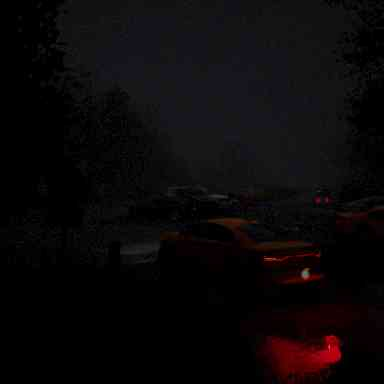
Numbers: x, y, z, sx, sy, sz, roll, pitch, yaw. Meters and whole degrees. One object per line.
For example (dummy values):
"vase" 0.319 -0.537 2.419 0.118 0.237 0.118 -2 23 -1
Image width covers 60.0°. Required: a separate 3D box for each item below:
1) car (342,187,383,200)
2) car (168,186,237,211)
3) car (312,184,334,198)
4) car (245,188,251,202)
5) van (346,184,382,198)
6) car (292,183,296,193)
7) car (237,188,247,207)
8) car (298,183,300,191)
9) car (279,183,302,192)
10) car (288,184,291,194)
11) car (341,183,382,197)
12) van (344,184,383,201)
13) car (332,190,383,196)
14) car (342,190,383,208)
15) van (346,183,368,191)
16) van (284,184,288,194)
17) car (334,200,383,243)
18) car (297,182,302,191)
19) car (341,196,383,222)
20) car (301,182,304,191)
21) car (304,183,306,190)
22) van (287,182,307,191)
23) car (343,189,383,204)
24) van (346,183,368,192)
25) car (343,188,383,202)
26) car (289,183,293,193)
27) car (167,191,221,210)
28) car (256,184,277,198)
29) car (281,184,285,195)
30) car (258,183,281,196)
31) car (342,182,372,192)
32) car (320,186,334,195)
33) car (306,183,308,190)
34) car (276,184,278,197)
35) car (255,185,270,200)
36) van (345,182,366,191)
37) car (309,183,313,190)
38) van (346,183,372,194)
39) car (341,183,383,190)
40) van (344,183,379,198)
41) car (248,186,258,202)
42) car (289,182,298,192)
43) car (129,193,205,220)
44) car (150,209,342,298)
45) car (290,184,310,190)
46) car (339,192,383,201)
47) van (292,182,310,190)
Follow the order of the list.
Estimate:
"car" 22.753 0.127 44.165 5.008 1.535 2.097 1 2 25
"car" 0.436 0.586 27.055 5.566 2.045 2.435 1 3 25
"car" 18.671 0.034 47.117 2.128 1.511 4.902 1 2 25
"car" 2.750 0.622 32.109 4.892 1.521 2.231 1 3 25
"van" 24.018 -0.181 46.623 4.442 1.987 1.878 1 2 25
"car" 15.548 -0.379 59.805 4.792 1.488 2.163 1 2 25
"car" 1.746 0.729 29.516 5.366 1.575 1.946 1 3 25
"car" 17.914 -0.575 64.825 4.892 1.521 2.231 1 2 25
"car" 21.380 -0.953 72.390 4.553 1.767 2.185 1 2 25
"car" 13.214 -0.212 54.770 4.792 1.488 2.163 1 2 25
"car" 26.215 -0.375 51.707 5.566 2.045 2.435 1 2 25
"van" 21.479 -0.014 41.679 4.442 1.987 1.878 1 2 24
"car" 13.270 0.922 24.162 5.366 1.575 1.946 1 3 25
"car" 16.905 0.634 31.629 4.792 1.488 2.163 1 3 25
"van" 37.989 -1.183 76.771 4.442 1.987 1.878 1 2 25
"van" 12.180 -0.381 52.182 4.442 1.987 1.878 1 2 25
"car" 8.829 1.353 14.152 5.008 1.535 2.097 1 3 25
"car" 19.069 -0.659 67.348 4.892 1.521 2.231 1 2 25
"car" 12.272 1.076 21.575 4.674 1.452 2.002 1 3 25
"car" 20.073 -0.749 69.941 5.366 1.575 1.946 1 2 25
"car" 22.546 -1.037 74.907 4.553 1.767 2.185 1 2 25
"van" 25.969 -1.389 82.493 4.442 1.987 1.878 1 2 25
"car" 19.338 0.424 36.741 4.792 1.488 2.163 1 3 25
"van" 36.878 -1.103 74.372 4.442 1.987 1.878 1 2 25
"car" 20.447 0.332 39.135 4.792 1.488 2.163 1 2 25
"car" 14.381 -0.296 57.288 4.792 1.488 2.163 1 2 25
"car" -0.751 0.945 24.558 5.008 1.535 2.097 1 3 25
"car" 7.579 0.198 42.098 5.366 1.575 1.946 1 3 25
"car" 10.934 -0.044 49.710 4.792 1.488 2.163 1 2 25
"car" 9.770 -0.113 47.189 4.553 1.767 2.185 1 2 25
"car" 35.582 -1.047 71.919 5.566 2.045 2.435 1 2 25
"car" 22.999 -0.290 56.455 1.882 1.535 5.008 1 2 25
"car" 23.737 -0.995 77.419 5.008 1.535 2.097 1 2 25
"car" 8.568 0.103 44.688 4.892 1.521 2.231 1 3 25
"car" 6.127 0.290 39.849 5.366 1.575 1.946 1 3 25
"van" 38.998 -1.274 79.502 4.442 1.987 1.878 1 2 25
"car" 27.268 -1.496 84.949 5.566 2.045 2.435 1 2 25
"van" 32.221 -0.769 64.323 4.442 1.987 1.878 1 2 25
"car" 15.792 0.462 29.083 5.566 2.045 2.435 1 3 25
"van" 24.971 -0.268 49.233 4.442 1.987 1.878 1 2 25
"car" 3.743 0.507 34.705 5.366 1.575 1.946 1 3 25
"car" 16.573 -0.498 62.388 5.366 1.575 1.946 1 2 25
"car" -1.949 1.082 22.057 4.792 1.488 2.163 1 3 25
"car" 0.888 1.399 8.438 1.882 1.535 5.008 2 -1 -31
"car" 28.424 -1.269 87.453 4.792 1.488 2.163 1 2 25
"car" 10.027 1.121 16.644 4.553 1.767 2.185 1 3 25
"van" 29.463 -1.566 90.034 4.442 1.987 1.878 1 1 25
